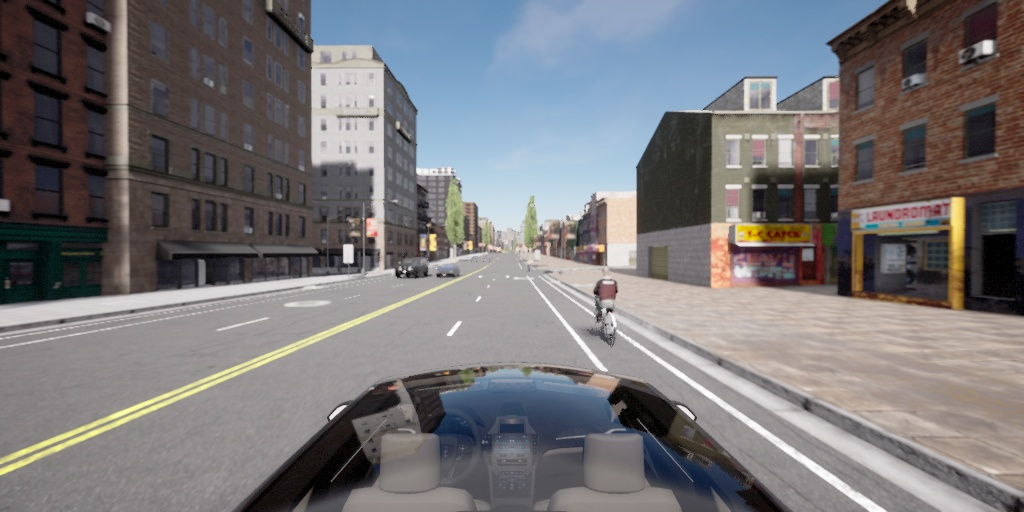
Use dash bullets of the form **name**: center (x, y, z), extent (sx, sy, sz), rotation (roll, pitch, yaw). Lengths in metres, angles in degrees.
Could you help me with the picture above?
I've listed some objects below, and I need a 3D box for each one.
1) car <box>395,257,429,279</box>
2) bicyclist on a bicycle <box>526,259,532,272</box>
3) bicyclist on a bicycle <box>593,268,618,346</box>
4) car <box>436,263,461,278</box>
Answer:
- **car**: center (-9.768, 1.128, 35.483), extent (2.150, 2.045, 5.566), rotation (0, -1, 0)
- **bicyclist on a bicycle**: center (2.230, 1.208, 46.823), extent (0.866, 1.612, 1.509), rotation (-1, 1, 0)
- **bicyclist on a bicycle**: center (2.248, 1.170, 8.756), extent (0.659, 1.776, 1.843), rotation (0, 0, 0)
- **car**: center (-6.505, 1.455, 37.092), extent (2.033, 1.411, 5.357), rotation (0, 0, 0)
